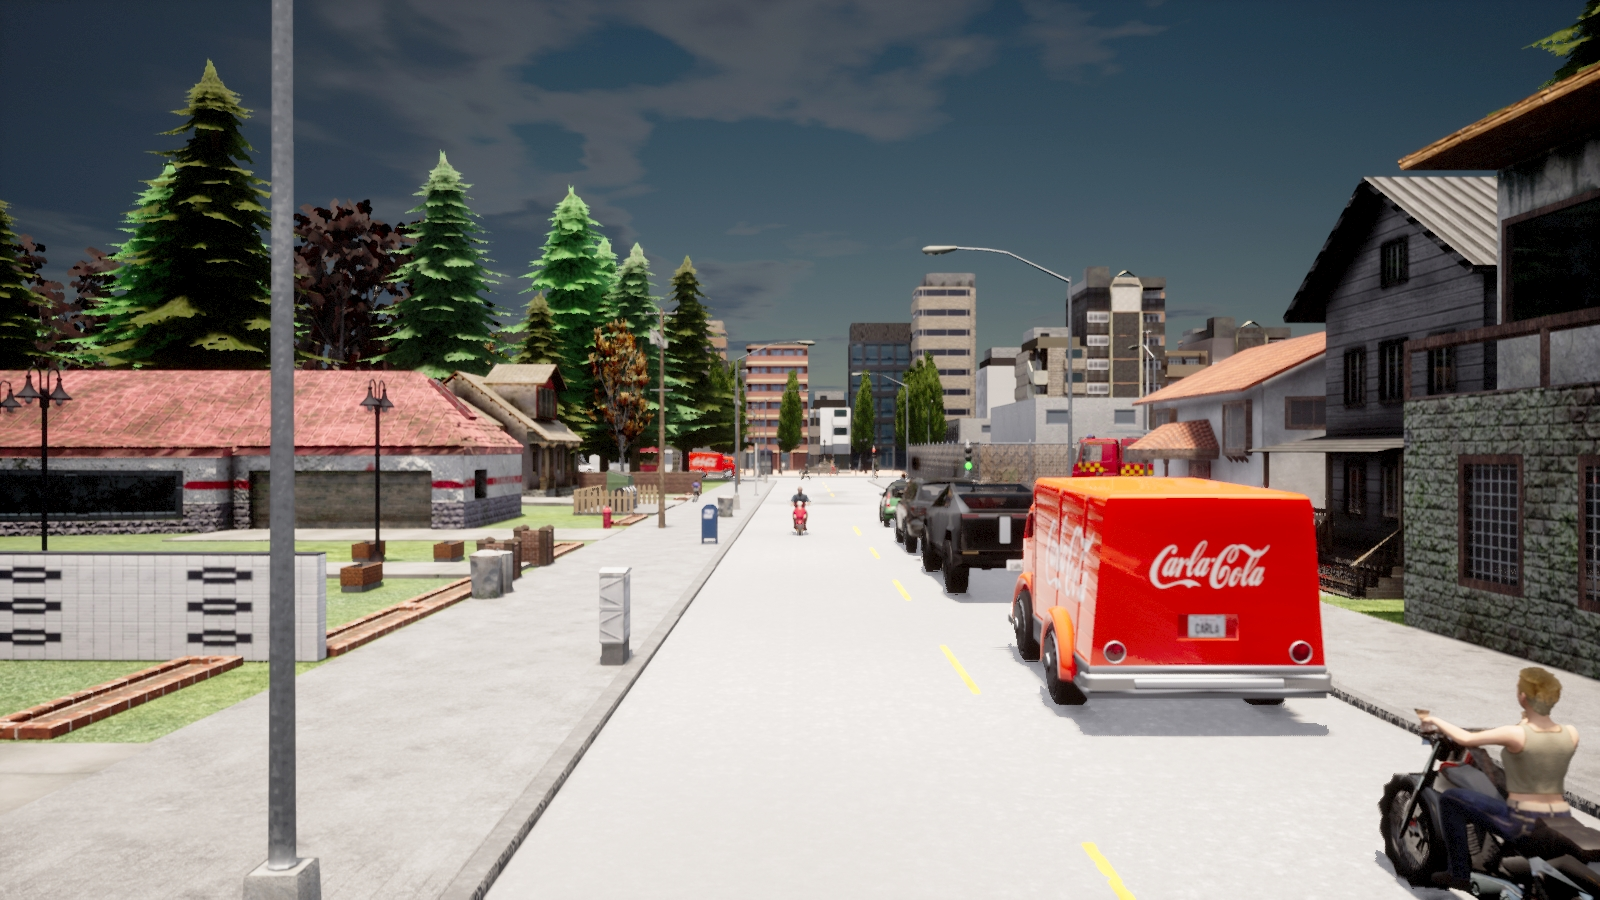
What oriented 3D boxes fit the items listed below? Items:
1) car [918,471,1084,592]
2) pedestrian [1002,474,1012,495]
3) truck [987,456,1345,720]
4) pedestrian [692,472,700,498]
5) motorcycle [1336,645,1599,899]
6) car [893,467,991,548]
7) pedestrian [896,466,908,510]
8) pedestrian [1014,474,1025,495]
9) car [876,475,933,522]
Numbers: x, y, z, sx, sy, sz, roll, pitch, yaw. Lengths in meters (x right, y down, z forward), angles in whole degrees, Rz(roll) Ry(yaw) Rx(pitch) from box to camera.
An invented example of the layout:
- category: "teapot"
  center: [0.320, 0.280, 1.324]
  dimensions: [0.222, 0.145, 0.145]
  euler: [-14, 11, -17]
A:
- category: "car"
  center: [3.993, 1.537, 23.983]
  dimensions: [2.390, 2.098, 6.274]
  euler: [0, 0, 0]
- category: "pedestrian"
  center: [11.440, 1.905, 63.173]
  dimensions: [0.500, 1.100, 0.500]
  euler: [0, 0, 6]
- category: "truck"
  center: [4.000, 1.364, 13.755]
  dimensions: [2.627, 2.467, 5.204]
  euler: [0, 1, 0]
- category: "pedestrian"
  center: [-5.409, 1.812, 59.381]
  dimensions: [0.375, 1.300, 0.375]
  euler: [0, 0, 7]
- category: "motorcycle"
  center: [4.005, 1.951, 6.540]
  dimensions: [0.764, 1.277, 2.356]
  euler: [0, 0, 0]
- category: "car"
  center: [3.979, 1.565, 32.971]
  dimensions: [2.150, 2.045, 5.566]
  euler: [0, 0, 0]
- category: "pedestrian"
  center: [4.374, 1.636, 49.117]
  dimensions: [0.375, 1.860, 0.375]
  euler: [0, 0, -41]
- category: "pedestrian"
  center: [12.133, 1.904, 63.114]
  dimensions: [0.500, 1.100, 0.500]
  euler: [0, 0, 3]
- category: "car"
  center: [3.928, 1.786, 43.307]
  dimensions: [1.851, 1.617, 3.988]
  euler: [0, 0, 1]
